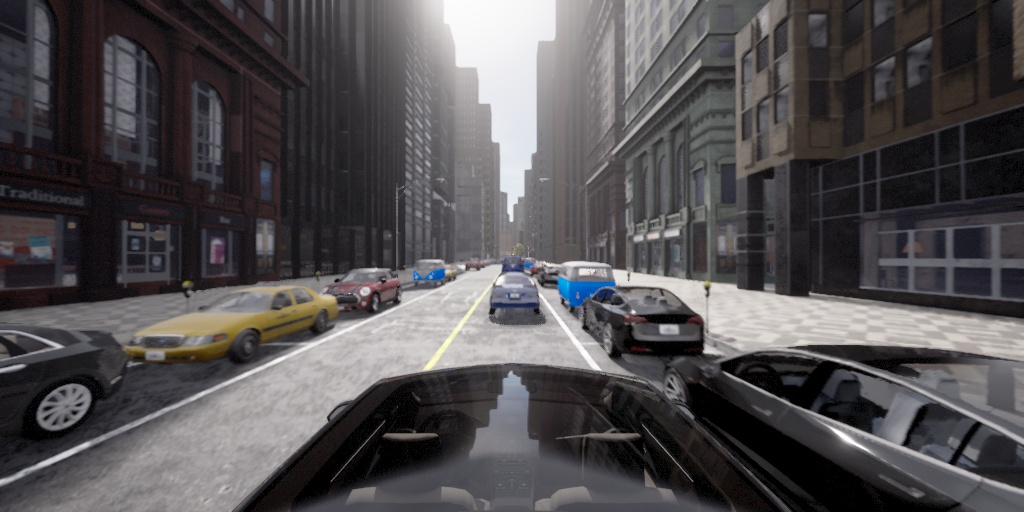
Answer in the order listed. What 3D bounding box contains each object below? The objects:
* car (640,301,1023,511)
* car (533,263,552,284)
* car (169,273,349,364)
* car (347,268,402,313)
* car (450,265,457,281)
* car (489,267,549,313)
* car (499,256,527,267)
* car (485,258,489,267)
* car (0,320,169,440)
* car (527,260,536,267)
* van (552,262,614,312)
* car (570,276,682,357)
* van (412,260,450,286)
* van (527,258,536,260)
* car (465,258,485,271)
[{"bbox_3d":[2.763,1.318,2.746,1.948,1.339,4.313,0,0,0],"label":"car"},{"bbox_3d":[2.756,1.379,25.293,1.948,1.339,4.313,0,0,0],"label":"car"},{"bbox_3d":[-5.764,1.294,8.199,1.751,1.417,4.829,0,0,0],"label":"car"},{"bbox_3d":[-5.766,1.223,14.005,1.967,1.591,4.097,0,0,0],"label":"car"},{"bbox_3d":[-5.771,1.355,30.744,1.751,1.417,4.829,0,0,0],"label":"car"},{"bbox_3d":[0.092,1.331,14.154,2.033,1.411,5.357,0,0,0],"label":"car"},{"bbox_3d":[0.089,1.066,36.332,2.150,2.045,5.566,0,0,0],"label":"car"},{"bbox_3d":[-5.782,1.480,64.731,1.888,1.381,4.507,0,0,0],"label":"car"},{"bbox_3d":[-5.762,1.304,2.733,2.007,1.370,4.403,0,0,0],"label":"car"},{"bbox_3d":[2.752,1.390,36.566,1.888,1.381,4.507,0,0,0],"label":"car"},{"bbox_3d":[2.759,1.124,14.020,1.690,1.789,3.998,0,0,0],"label":"van"},{"bbox_3d":[2.761,1.333,8.383,1.948,1.339,4.313,0,0,0],"label":"car"},{"bbox_3d":[-5.770,1.155,25.278,1.690,1.789,3.998,0,0,0],"label":"van"},{"bbox_3d":[2.747,1.237,53.476,1.690,1.789,3.998,0,0,0],"label":"van"},{"bbox_3d":[-5.778,1.212,53.459,2.192,1.841,5.009,0,0,0],"label":"car"}]
